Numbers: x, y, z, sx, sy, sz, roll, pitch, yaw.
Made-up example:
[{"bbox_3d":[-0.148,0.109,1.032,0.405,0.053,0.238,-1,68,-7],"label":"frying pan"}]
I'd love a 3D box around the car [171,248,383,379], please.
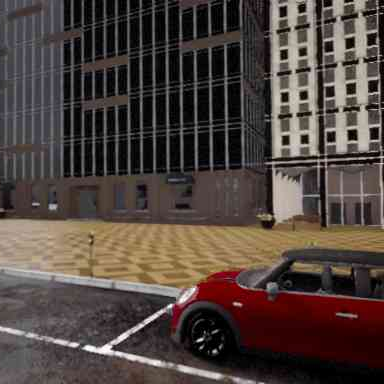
[{"bbox_3d":[1.714,1.572,4.993,4.097,1.590,1.967,0,-2,23],"label":"car"}]
